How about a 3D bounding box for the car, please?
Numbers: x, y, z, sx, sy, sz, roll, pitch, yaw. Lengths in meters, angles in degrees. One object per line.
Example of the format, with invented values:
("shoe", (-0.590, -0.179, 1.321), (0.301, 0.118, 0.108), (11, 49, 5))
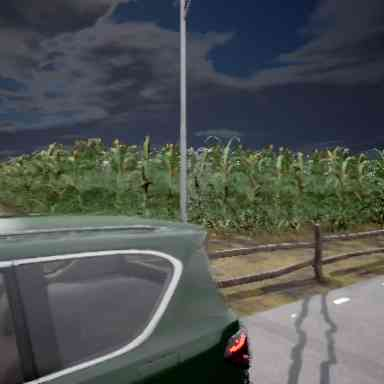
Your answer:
("car", (-2.168, 1.221, 1.512), (5.566, 2.045, 2.150), (-1, 0, -35))
